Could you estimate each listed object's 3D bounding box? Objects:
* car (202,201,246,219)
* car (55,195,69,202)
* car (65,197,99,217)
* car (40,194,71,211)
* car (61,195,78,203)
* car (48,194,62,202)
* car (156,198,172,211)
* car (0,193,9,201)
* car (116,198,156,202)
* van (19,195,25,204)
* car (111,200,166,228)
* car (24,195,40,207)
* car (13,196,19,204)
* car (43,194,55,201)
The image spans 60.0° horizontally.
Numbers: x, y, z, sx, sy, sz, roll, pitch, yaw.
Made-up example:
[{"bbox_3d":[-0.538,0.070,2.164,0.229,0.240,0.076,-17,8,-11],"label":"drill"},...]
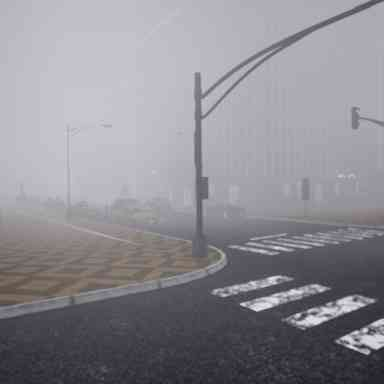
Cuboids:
[{"bbox_3d":[2.543,1.446,27.760,2.008,1.369,4.403,-1,1,-36],"label":"car"},{"bbox_3d":[-26.754,1.399,68.294,1.802,1.307,4.206,-1,1,-36],"label":"car"},{"bbox_3d":[-10.397,1.528,31.938,1.752,1.417,4.829,-1,1,-36],"label":"car"},{"bbox_3d":[-16.935,1.424,41.133,1.967,1.590,4.097,-1,1,-36],"label":"car"},{"bbox_3d":[-23.510,1.377,63.781,2.008,1.369,4.403,-1,1,-36],"label":"car"},{"bbox_3d":[-29.998,1.247,72.805,1.967,1.590,4.097,-1,1,-36],"label":"car"},{"bbox_3d":[-4.004,1.320,36.743,1.967,1.590,4.097,-1,1,-36],"label":"car"},{"bbox_3d":[-46.126,1.445,81.743,1.887,1.381,4.507,-1,1,-36],"label":"car"},{"bbox_3d":[-5.478,1.317,29.583,2.097,1.767,4.553,-1,1,-36],"label":"car"},{"bbox_3d":[-26.667,1.298,54.668,1.690,1.788,3.998,-1,1,-36],"label":"van"},{"bbox_3d":[-3.966,1.547,22.871,1.752,1.417,4.829,-1,1,-36],"label":"car"},{"bbox_3d":[-23.422,1.406,50.157,1.967,1.590,4.097,-1,1,-36],"label":"car"},{"bbox_3d":[-33.152,1.489,63.694,2.008,1.369,4.403,-1,1,-36],"label":"car"},{"bbox_3d":[-33.340,1.323,77.456,1.752,1.417,4.829,-1,1,-36],"label":"car"}]
